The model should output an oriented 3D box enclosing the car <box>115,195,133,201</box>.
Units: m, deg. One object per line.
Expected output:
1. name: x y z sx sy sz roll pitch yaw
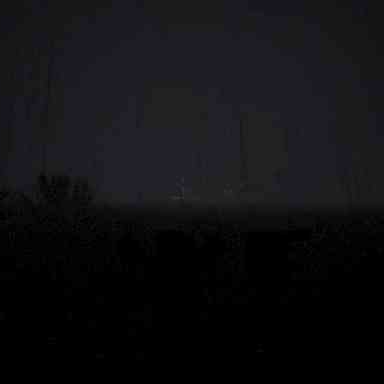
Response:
1. car: -17.307 1.455 84.824 2.128 1.511 4.902 -1 -1 36
